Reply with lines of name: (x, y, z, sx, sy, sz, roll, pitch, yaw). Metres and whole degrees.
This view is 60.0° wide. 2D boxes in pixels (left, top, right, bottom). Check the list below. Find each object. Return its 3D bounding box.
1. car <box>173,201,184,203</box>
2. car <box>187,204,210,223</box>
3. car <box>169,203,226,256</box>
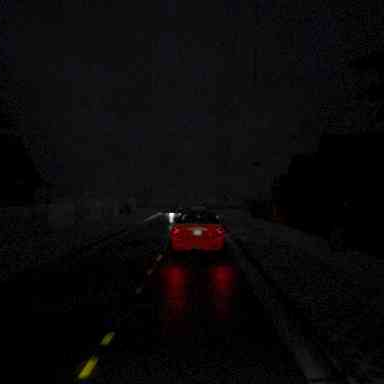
car: (-1.835, 1.986, 44.393, 1.837, 1.490, 4.892, 0, -1, 1)
car: (0.591, 1.831, 29.275, 1.812, 1.442, 4.674, 0, 0, 1)
car: (0.249, 1.492, 13.979, 2.097, 1.767, 4.553, 0, -1, 1)
